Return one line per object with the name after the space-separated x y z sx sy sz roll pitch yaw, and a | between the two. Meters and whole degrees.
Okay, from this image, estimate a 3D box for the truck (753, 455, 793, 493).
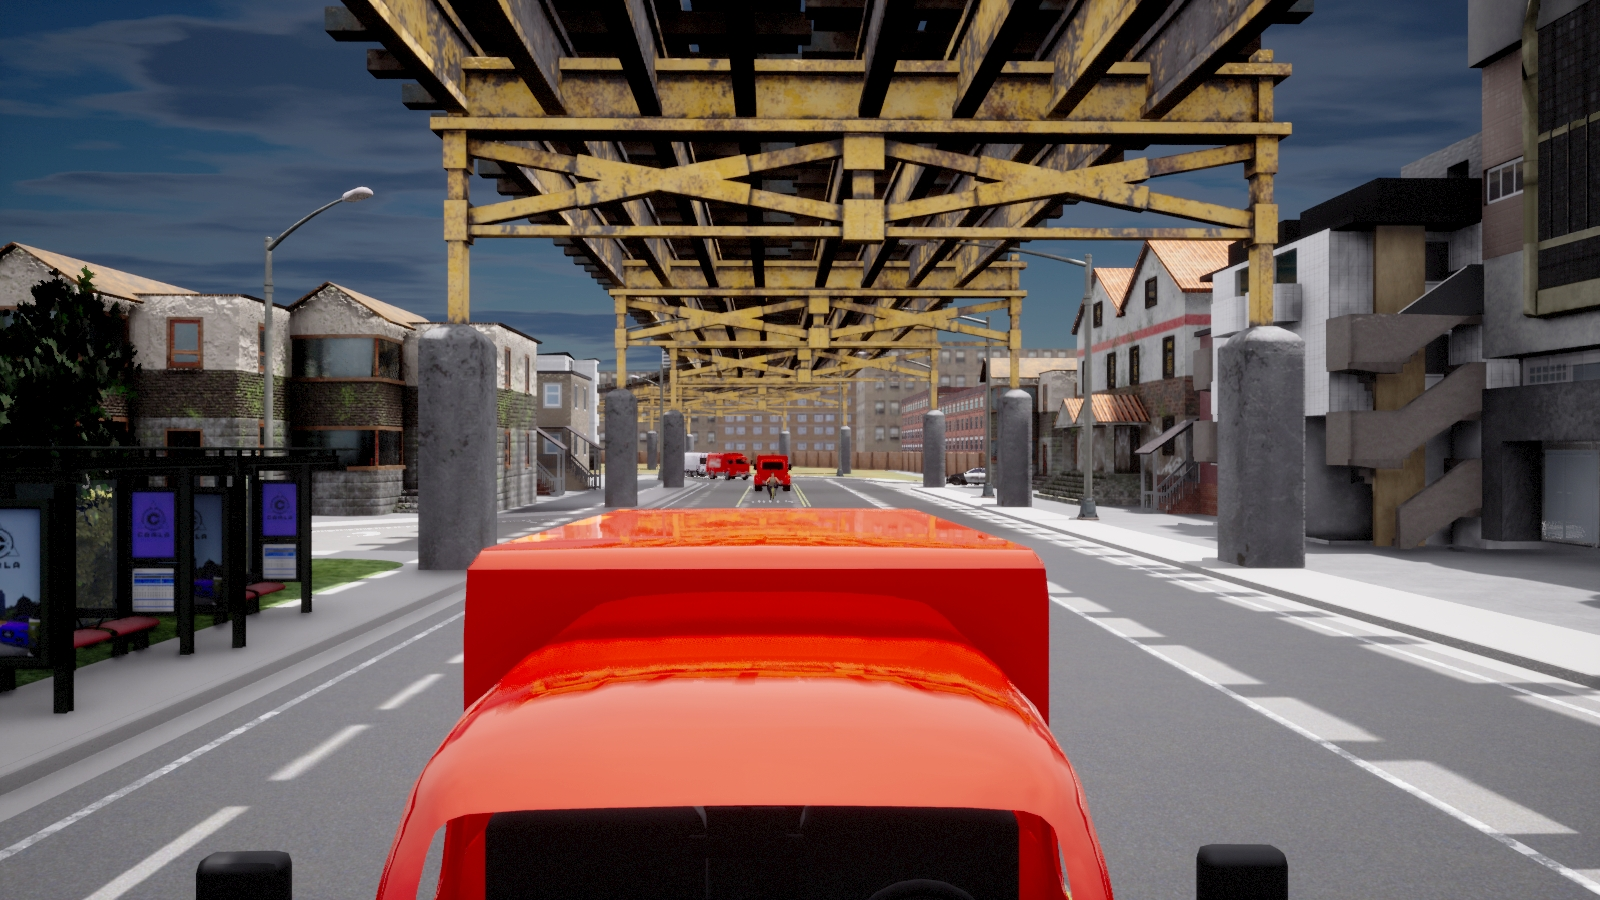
-1.862 1.570 77.377 2.627 2.467 5.204 0 0 -2 | truck

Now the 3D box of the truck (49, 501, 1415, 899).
-0.167 1.568 4.802 2.627 2.467 5.204 0 0 -1 | truck
